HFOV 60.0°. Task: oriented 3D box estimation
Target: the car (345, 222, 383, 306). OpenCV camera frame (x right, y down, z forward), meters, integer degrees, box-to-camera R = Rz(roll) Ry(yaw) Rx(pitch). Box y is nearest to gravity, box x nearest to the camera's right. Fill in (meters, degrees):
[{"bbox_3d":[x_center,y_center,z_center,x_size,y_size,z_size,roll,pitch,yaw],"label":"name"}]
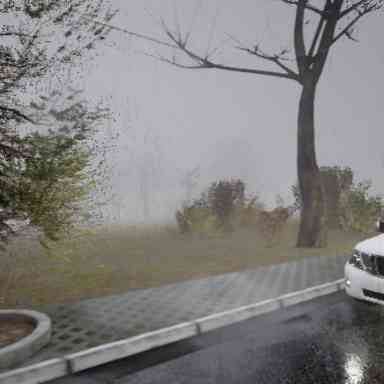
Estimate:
[{"bbox_3d":[5.480,1.214,6.958,5.566,2.045,2.150,-1,0,-37],"label":"car"}]
